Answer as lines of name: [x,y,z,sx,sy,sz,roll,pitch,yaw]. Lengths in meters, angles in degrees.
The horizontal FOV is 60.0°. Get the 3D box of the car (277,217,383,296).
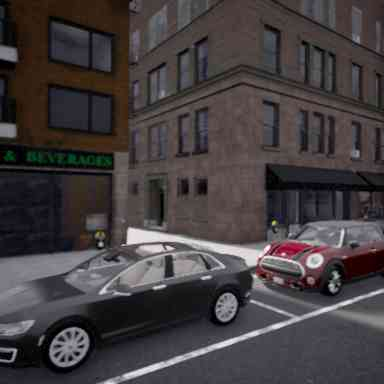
car: [3.601,1.513,8.750,4.097,1.590,1.967,1,0,-35]

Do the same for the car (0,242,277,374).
car: [-0.895,1.572,5.548,4.403,1.369,2.008,1,0,-35]
